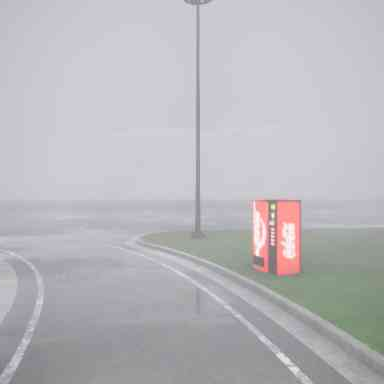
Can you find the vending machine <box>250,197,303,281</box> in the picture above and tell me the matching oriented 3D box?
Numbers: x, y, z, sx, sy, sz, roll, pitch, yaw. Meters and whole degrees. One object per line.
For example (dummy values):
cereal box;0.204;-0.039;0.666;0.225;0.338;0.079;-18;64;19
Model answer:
vending machine;2.272;1.195;8.999;1.100;2.100;0.880;0;0;-21
